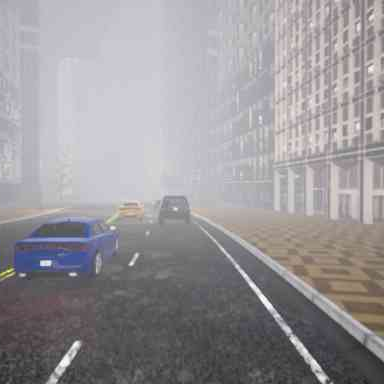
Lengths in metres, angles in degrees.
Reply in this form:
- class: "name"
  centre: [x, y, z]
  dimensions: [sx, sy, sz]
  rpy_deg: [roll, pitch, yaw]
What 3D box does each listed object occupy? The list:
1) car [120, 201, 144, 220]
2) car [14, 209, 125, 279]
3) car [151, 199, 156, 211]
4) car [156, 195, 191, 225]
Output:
- class: "car"
  centre: [-5.124, 1.515, 28.417]
  dimensions: [1.882, 1.535, 5.008]
  rpy_deg: [0, 0, -7]
- class: "car"
  centre: [-3.486, 1.494, 10.137]
  dimensions: [1.882, 1.535, 5.008]
  rpy_deg: [0, 0, -3]
- class: "car"
  centre: [-4.099, 1.562, 42.368]
  dimensions: [1.812, 1.442, 4.674]
  rpy_deg: [0, 0, -11]
- class: "car"
  centre: [-1.359, 1.241, 24.440]
  dimensions: [2.150, 2.045, 5.566]
  rpy_deg: [0, 0, -6]
